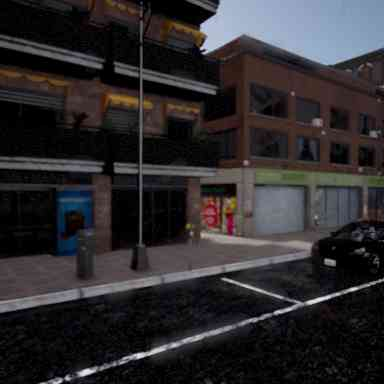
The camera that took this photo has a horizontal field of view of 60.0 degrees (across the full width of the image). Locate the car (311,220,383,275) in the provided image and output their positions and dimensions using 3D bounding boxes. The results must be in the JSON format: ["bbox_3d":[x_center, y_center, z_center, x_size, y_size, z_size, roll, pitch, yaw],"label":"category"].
[{"bbox_3d":[5.647,1.609,10.583,4.313,1.339,1.947,0,0,-35],"label":"car"}]
